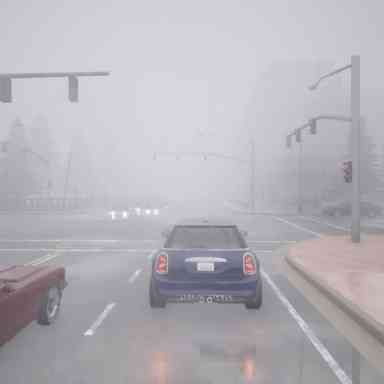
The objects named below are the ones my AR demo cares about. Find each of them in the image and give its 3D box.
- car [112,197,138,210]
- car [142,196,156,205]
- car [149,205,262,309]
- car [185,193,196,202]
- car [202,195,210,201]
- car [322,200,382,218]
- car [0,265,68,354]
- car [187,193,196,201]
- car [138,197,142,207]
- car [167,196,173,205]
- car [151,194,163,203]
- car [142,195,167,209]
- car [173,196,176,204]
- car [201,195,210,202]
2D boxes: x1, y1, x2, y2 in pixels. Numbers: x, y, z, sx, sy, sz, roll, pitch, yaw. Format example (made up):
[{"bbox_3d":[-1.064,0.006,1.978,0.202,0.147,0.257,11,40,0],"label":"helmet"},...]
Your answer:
[{"bbox_3d":[-8.712,1.601,42.483,1.895,1.301,4.718,0,0,2],"label":"car"},{"bbox_3d":[-7.948,1.505,61.874,1.837,1.490,4.892,0,0,3],"label":"car"},{"bbox_3d":[0.303,1.352,8.045,2.097,1.767,4.553,0,0,2],"label":"car"},{"bbox_3d":[-0.471,1.520,72.710,1.812,1.442,4.674,0,0,2],"label":"car"},{"bbox_3d":[3.391,1.475,82.279,1.882,1.535,5.008,0,0,2],"label":"car"},{"bbox_3d":[14.110,1.505,29.472,4.892,1.490,1.837,0,0,4],"label":"car"},{"bbox_3d":[-3.308,1.601,4.171,1.895,1.301,4.718,0,0,2],"label":"car"},{"bbox_3d":[-0.105,1.223,82.441,2.150,2.045,5.566,0,0,2],"label":"car"},{"bbox_3d":[-8.356,1.491,51.788,2.128,1.511,4.902,0,0,2],"label":"car"},{"bbox_3d":[-4.724,1.478,55.110,1.882,1.535,5.008,0,0,2],"label":"car"},{"bbox_3d":[-7.502,1.355,72.030,2.097,1.767,4.553,0,0,2],"label":"car"},{"bbox_3d":[-5.086,1.491,45.751,2.128,1.511,4.902,0,0,2],"label":"car"},{"bbox_3d":[-4.284,1.478,65.409,1.882,1.535,5.008,0,0,3],"label":"car"},{"bbox_3d":[3.064,1.549,73.575,1.994,1.385,4.181,0,0,2],"label":"car"}]
